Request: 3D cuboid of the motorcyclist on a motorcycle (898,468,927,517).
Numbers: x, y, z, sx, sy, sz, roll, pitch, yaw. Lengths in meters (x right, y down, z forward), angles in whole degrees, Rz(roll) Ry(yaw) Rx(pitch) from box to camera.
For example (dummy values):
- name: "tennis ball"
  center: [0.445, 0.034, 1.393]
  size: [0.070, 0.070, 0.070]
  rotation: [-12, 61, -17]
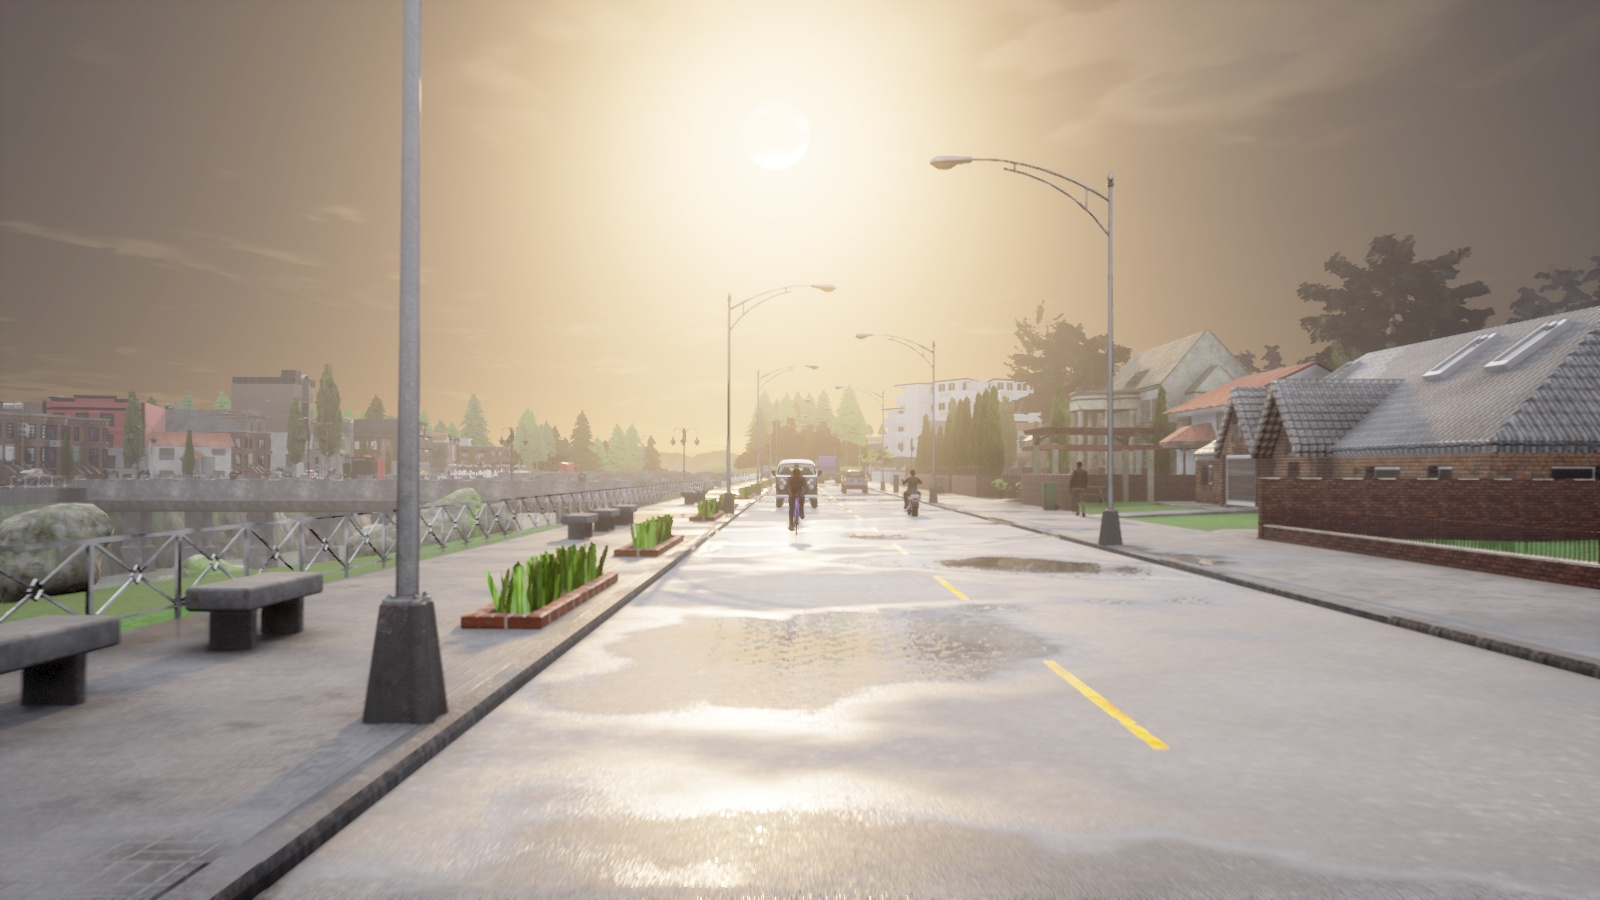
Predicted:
- name: "motorcyclist on a motorcycle"
  center: [3.894, 1.452, 43.662]
  size: [0.766, 1.649, 2.350]
  rotation: [0, -1, 0]

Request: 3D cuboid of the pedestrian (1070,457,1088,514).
- name: "pedestrian"
  center: [9.024, 1.142, 40.634]
  size: [0.431, 1.840, 0.703]
  rotation: [0, -1, 0]

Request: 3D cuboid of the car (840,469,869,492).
- name: "car"
  center: [3.787, 2.108, 87.615]
  size: [1.851, 1.617, 3.988]
  rotation: [0, -1, 0]

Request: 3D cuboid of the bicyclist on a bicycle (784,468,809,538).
- name: "bicyclist on a bicycle"
  center: [-0.074, 1.255, 30.324]
  size: [0.582, 1.620, 1.656]
  rotation: [0, -1, 0]

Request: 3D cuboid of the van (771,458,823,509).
- name: "van"
  center: [-0.130, 1.391, 52.993]
  size: [2.069, 2.038, 4.480]
  rotation: [0, -1, 0]
